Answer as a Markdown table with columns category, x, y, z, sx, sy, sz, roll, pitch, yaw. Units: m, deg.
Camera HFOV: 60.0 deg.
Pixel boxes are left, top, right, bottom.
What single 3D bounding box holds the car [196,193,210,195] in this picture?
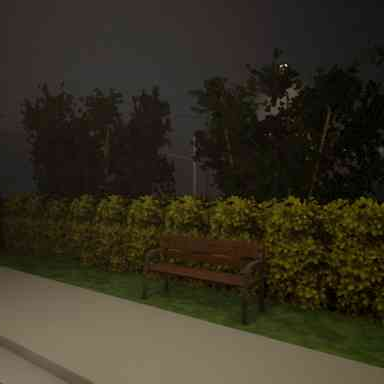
| category | x | y | z | sx | sy | sz | roll | pitch | yaw |
| --- | --- | --- | --- | --- | --- | --- | --- | --- | --- |
| car | 3.059 | 0.814 | 66.220 | 2.033 | 1.411 | 5.357 | 0 | 1 | 36 |

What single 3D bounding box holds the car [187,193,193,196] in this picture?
| category | x | y | z | sx | sy | sz | roll | pitch | yaw |
| --- | --- | --- | --- | --- | --- | --- | --- | --- | --- |
| car | 0.143 | 0.813 | 68.118 | 2.033 | 1.411 | 5.357 | 0 | 1 | 35 |
